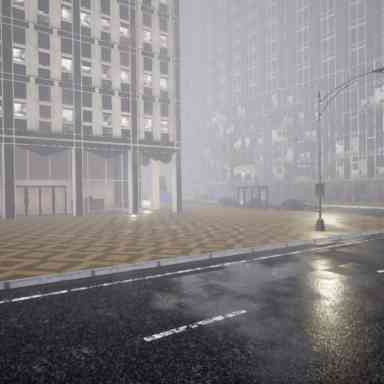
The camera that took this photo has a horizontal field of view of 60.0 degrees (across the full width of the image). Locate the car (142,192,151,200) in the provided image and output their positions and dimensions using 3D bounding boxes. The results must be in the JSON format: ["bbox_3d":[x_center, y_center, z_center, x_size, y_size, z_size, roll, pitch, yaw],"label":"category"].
[{"bbox_3d":[-10.744,1.037,68.771,2.008,1.369,4.403,0,1,-34],"label":"car"}]

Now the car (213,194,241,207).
[{"bbox_3d":[5.301,1.317,45.319,1.947,1.339,4.313,-1,1,-34],"label":"car"}]

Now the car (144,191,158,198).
[{"bbox_3d":[-10.273,0.683,82.883,1.967,1.590,4.097,0,1,-34],"label":"car"}]

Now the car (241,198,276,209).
[{"bbox_3d":[8.471,1.386,40.602,1.802,1.307,4.206,-1,1,-34],"label":"car"}]

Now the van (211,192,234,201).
[{"bbox_3d":[5.817,0.853,59.457,1.690,1.788,3.998,-1,1,-34],"label":"van"}]

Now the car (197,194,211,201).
[{"bbox_3d":[2.600,1.041,64.145,1.802,1.307,4.206,-1,1,-34],"label":"car"}]

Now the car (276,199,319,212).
[{"bbox_3d":[11.675,1.422,35.905,1.947,1.339,4.313,-1,1,-34],"label":"car"}]

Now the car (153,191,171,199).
[{"bbox_3d":[-7.055,0.612,78.197,2.192,1.841,5.009,0,1,-34],"label":"car"}]

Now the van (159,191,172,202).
[{"bbox_3d":[-4.308,0.935,59.399,1.690,1.788,3.998,0,1,-34],"label":"van"}]
